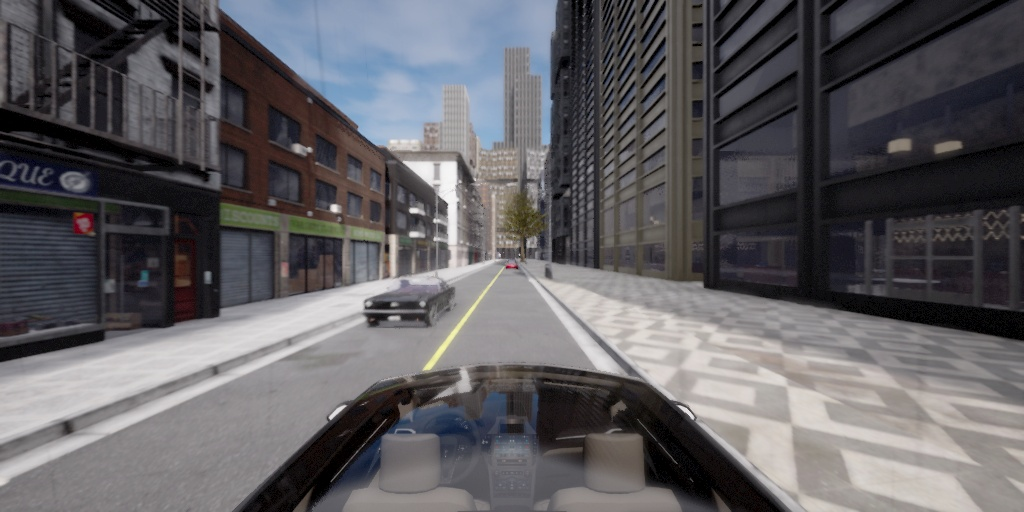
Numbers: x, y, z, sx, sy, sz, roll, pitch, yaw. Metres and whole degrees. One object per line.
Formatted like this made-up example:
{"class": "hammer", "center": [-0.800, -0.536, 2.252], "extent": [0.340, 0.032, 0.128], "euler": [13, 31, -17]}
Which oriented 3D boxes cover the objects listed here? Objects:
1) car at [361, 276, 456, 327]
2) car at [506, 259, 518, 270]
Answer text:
{"class": "car", "center": [-3.084, 1.352, 11.662], "extent": [1.895, 1.301, 4.718], "euler": [0, 0, 0]}
{"class": "car", "center": [0.000, 1.369, 55.637], "extent": [1.994, 1.385, 4.181], "euler": [0, 0, 0]}
